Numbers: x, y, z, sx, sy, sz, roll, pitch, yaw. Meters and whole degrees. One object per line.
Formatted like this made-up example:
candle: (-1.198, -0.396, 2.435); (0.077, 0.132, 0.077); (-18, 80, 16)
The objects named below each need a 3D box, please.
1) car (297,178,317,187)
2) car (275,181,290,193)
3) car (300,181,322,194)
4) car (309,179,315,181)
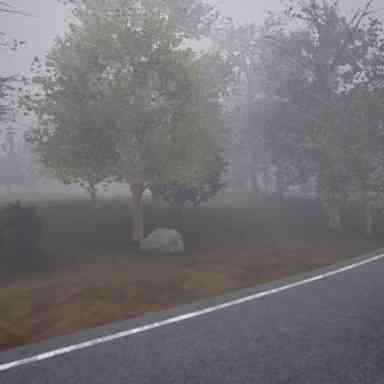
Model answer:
car: (24.568, -2.039, 71.063); (4.181, 1.385, 1.994); (-7, 4, -33)
car: (15.327, -0.935, 56.731); (2.150, 2.045, 5.566); (-4, 3, 10)
car: (18.425, -0.565, 51.912); (1.994, 1.385, 4.181); (-4, 3, -1)
car: (25.434, -1.919, 67.690); (4.181, 1.385, 1.994); (-7, 4, -38)
